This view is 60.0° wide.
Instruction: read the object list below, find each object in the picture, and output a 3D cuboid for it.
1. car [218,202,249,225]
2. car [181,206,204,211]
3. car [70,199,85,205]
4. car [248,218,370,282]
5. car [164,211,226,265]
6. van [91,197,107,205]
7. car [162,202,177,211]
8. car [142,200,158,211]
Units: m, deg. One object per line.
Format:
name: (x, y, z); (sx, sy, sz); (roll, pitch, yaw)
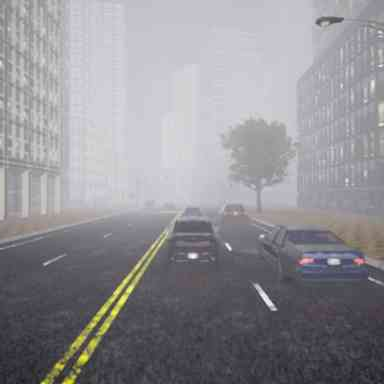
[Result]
car: (3.306, 1.698, 27.198); (2.097, 1.767, 4.553); (0, -1, 1)
car: (0.061, 1.882, 28.045); (1.812, 1.442, 4.674); (0, 0, 0)
car: (-28.165, 2.340, 80.556); (4.507, 1.381, 1.887); (0, 0, 1)
car: (3.277, 1.680, 10.162); (2.033, 1.411, 5.357); (0, -1, 0)
car: (0.050, 1.666, 12.309); (1.837, 1.490, 4.892); (0, 0, 1)
van: (-22.626, 2.161, 80.509); (3.998, 1.788, 1.690); (0, 0, 1)
car: (-3.318, 2.184, 50.334); (1.994, 1.385, 4.181); (0, -1, 0)
car: (-6.557, 1.991, 52.140); (2.097, 1.767, 4.553); (0, -1, 0)
